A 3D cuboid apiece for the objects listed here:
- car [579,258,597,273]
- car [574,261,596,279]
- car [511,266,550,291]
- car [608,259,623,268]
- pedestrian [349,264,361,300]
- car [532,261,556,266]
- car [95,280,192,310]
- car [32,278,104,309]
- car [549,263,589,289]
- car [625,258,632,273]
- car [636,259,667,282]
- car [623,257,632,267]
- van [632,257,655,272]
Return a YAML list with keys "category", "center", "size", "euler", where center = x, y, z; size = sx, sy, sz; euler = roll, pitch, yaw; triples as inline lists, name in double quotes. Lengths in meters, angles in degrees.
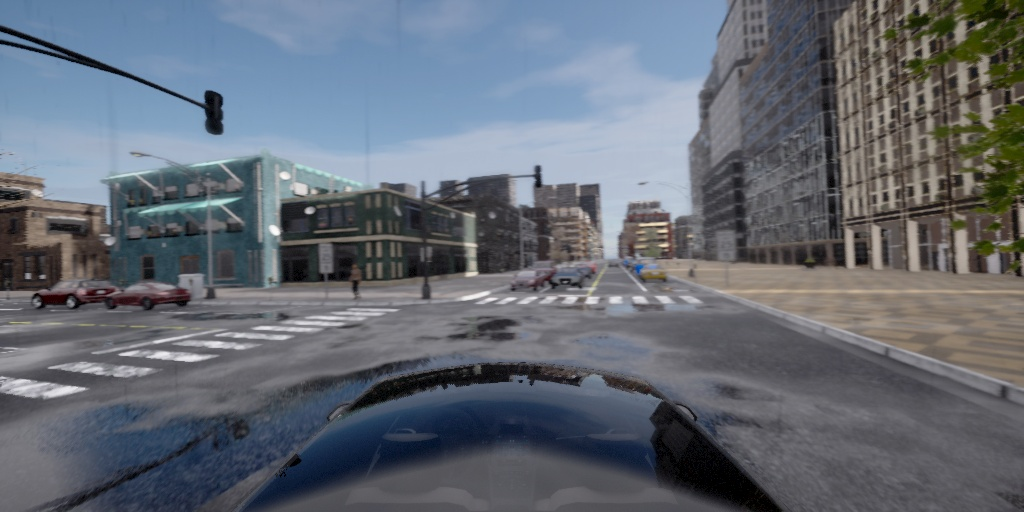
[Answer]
- category: "car"
  center: [9.237, 1.404, 43.694]
  size: [1.882, 1.535, 5.008]
  euler: [-2, -1, 16]
- category: "car"
  center: [6.541, 1.470, 34.009]
  size: [1.994, 1.385, 4.181]
  euler: [-2, -1, 16]
- category: "car"
  center: [1.162, 1.568, 24.217]
  size: [1.802, 1.307, 4.207]
  euler: [0, 0, 16]
- category: "car"
  center: [17.620, 1.337, 62.317]
  size: [2.128, 1.511, 4.902]
  euler: [-2, -1, 16]
- category: "pedestrian"
  center: [-7.880, 1.283, 18.183]
  size: [0.375, 1.860, 0.375]
  euler: [-2, -2, 15]
- category: "car"
  center: [2.647, 1.311, 29.565]
  size: [2.192, 1.841, 5.009]
  euler: [0, 0, 16]
- category: "car"
  center: [-18.309, 1.974, 18.117]
  size: [4.207, 1.307, 1.802]
  euler: [0, 0, 15]
- category: "car"
  center: [-23.673, 1.981, 19.526]
  size: [4.097, 1.591, 1.967]
  euler: [0, 0, 15]
- category: "car"
  center: [3.852, 1.450, 24.327]
  size: [1.994, 1.385, 4.181]
  euler: [-2, -1, 15]
- category: "car"
  center: [15.173, 1.252, 43.373]
  size: [2.007, 1.370, 4.403]
  euler: [0, 0, 16]
- category: "car"
  center: [10.762, 1.193, 27.491]
  size: [1.751, 1.417, 4.829]
  euler: [0, 0, 16]
- category: "car"
  center: [18.144, 1.290, 54.070]
  size: [1.948, 1.339, 4.313]
  euler: [0, 0, 16]
- category: "van"
  center: [12.202, 1.020, 32.676]
  size: [1.690, 1.789, 3.998]
  euler: [0, 0, 16]
